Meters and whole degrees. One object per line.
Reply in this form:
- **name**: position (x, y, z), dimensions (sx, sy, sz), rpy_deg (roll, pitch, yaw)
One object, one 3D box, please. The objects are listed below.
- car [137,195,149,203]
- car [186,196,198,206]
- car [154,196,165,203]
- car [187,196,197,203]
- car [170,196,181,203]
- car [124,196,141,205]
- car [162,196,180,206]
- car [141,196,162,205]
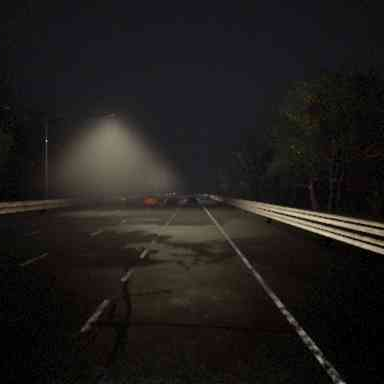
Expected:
- **car**: position (-10.474, 1.506, 71.043), dimensions (1.882, 1.535, 5.008), rpy_deg (0, 0, 0)
- **car**: position (0.019, 1.544, 57.124), dimensions (1.837, 1.490, 4.892), rpy_deg (0, 0, 0)
- **car**: position (-6.974, 1.631, 71.359), dimensions (1.895, 1.301, 4.718), rpy_deg (0, 0, 0)
- **car**: position (0.026, 1.563, 71.558), dimensions (2.033, 1.411, 5.357), rpy_deg (0, 0, 0)
- **car**: position (-3.474, 1.566, 71.501), dimensions (2.128, 1.511, 4.902), rpy_deg (0, 0, 0)
- **car**: position (-10.481, 1.563, 57.544), dimensions (1.812, 1.442, 4.674), rpy_deg (0, 0, 0)
- **car**: position (-3.480, 1.586, 57.125), dimensions (2.033, 1.411, 5.357), rpy_deg (0, 0, 0)
- **car**: position (-6.980, 1.394, 57.514), dimensions (2.097, 1.767, 4.553), rpy_deg (0, 0, 0)
